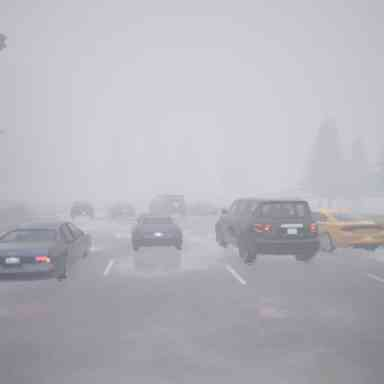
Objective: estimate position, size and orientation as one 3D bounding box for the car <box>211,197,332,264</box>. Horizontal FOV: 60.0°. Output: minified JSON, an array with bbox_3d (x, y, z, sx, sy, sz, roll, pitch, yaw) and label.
[{"bbox_3d":[2.422,1.198,12.013,2.150,2.045,5.566,0,0,-9],"label":"car"}]

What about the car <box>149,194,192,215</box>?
[{"bbox_3d":[-2.223,1.200,29.554,2.150,2.045,5.566,0,0,-21],"label":"car"}]

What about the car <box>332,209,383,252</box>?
[{"bbox_3d":[5.601,1.439,13.769,1.882,1.535,5.008,0,0,-9],"label":"car"}]

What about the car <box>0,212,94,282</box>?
[{"bbox_3d":[-4.276,1.555,9.801,2.033,1.411,5.357,0,0,-8],"label":"car"}]

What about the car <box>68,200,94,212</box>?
[{"bbox_3d":[-10.113,1.516,30.379,1.837,1.490,4.892,0,0,-23],"label":"car"}]

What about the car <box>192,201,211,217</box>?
[{"bbox_3d":[0.853,1.527,31.088,1.994,1.385,4.181,0,0,-21],"label":"car"}]

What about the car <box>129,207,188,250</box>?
[{"bbox_3d":[-1.603,1.556,14.442,1.994,1.385,4.181,0,0,-10],"label":"car"}]

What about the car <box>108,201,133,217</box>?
[{"bbox_3d":[-6.595,1.560,30.969,1.994,1.385,4.181,0,0,-22],"label":"car"}]
